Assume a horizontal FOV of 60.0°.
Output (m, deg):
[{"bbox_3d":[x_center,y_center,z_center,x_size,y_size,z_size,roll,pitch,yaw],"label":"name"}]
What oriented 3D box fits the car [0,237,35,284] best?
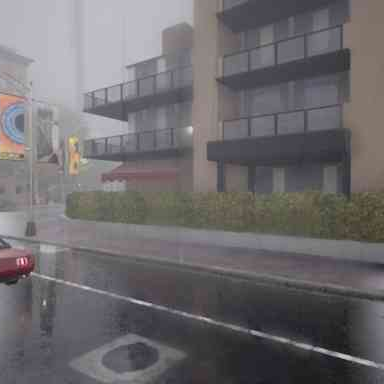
[{"bbox_3d":[-6.009,1.600,8.266,4.718,1.301,1.895,0,0,35],"label":"car"}]
